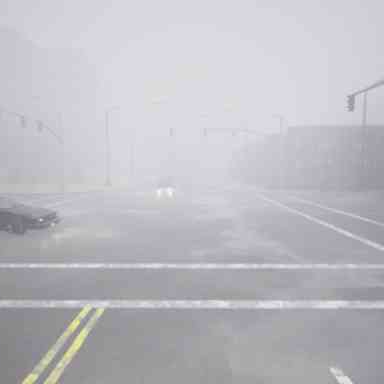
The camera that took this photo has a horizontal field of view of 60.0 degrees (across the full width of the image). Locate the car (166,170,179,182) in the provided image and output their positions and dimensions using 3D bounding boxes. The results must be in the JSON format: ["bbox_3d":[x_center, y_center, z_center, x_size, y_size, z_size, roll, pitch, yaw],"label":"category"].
[{"bbox_3d":[-3.497,-2.970,61.321,2.150,2.045,5.566,0,4,1],"label":"car"}]

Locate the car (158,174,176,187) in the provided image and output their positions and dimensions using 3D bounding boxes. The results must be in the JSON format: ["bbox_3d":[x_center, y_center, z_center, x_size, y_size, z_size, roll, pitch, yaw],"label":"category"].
[{"bbox_3d":[-3.555,-1.383,44.920,1.895,1.301,4.718,0,4,0],"label":"car"}]

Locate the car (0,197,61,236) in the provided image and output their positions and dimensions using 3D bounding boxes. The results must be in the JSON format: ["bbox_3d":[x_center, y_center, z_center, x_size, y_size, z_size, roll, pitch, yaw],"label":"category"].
[{"bbox_3d":[-8.202,0.893,13.247,5.357,1.411,2.033,0,4,1],"label":"car"}]
